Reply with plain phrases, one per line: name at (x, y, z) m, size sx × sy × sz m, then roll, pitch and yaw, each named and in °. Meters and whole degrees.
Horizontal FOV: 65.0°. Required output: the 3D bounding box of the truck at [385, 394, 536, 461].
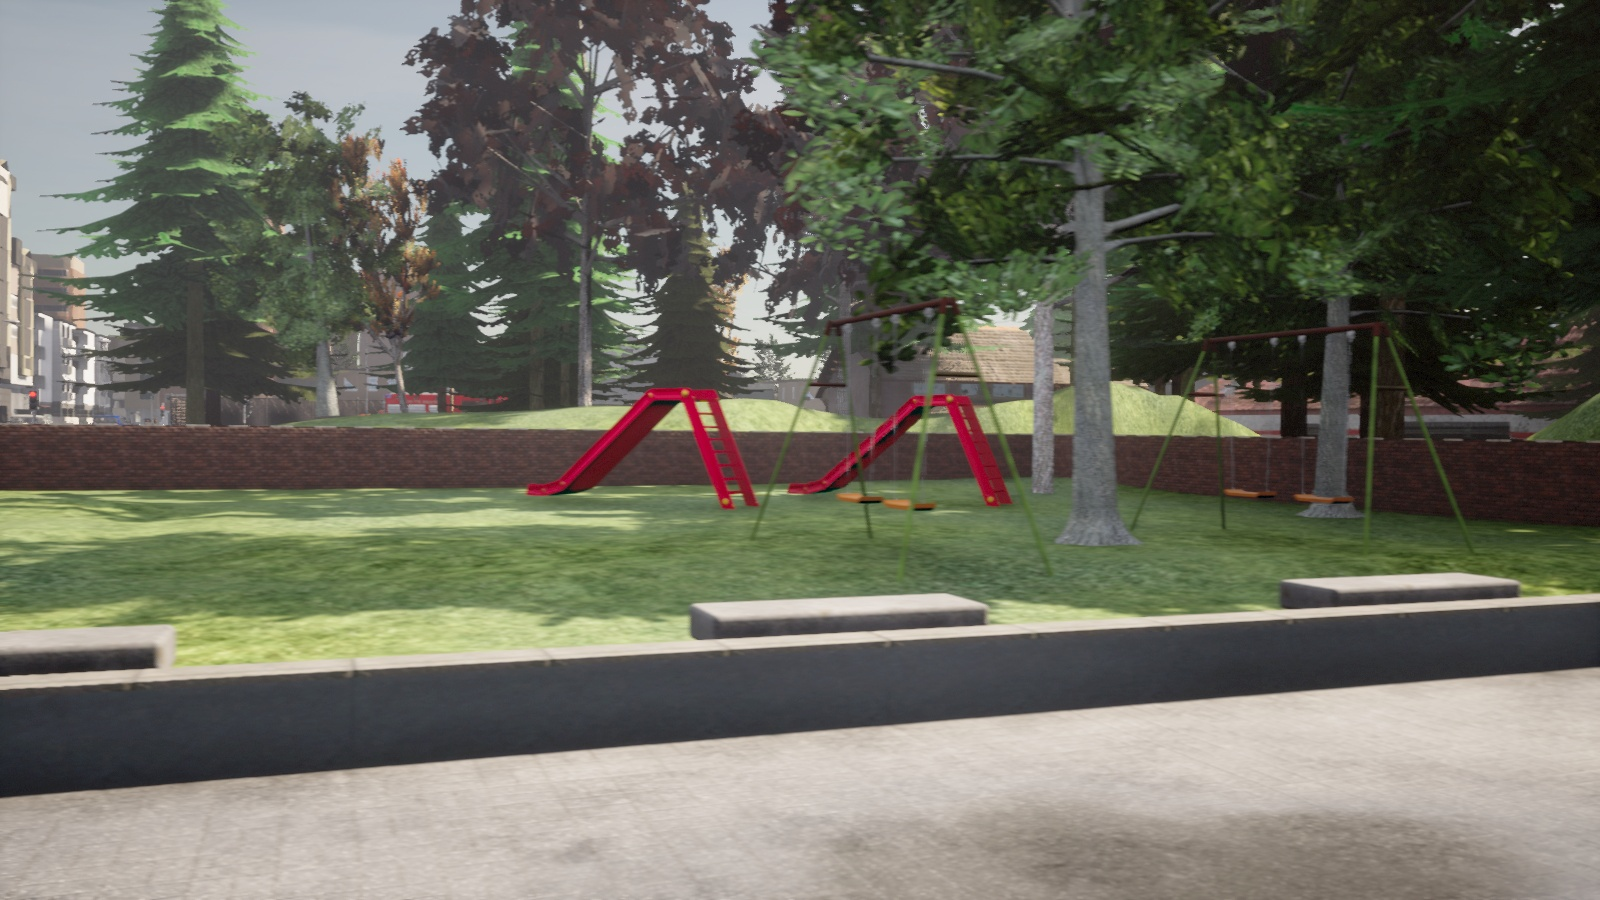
truck at (-20.372, -1.373, 75.384) m, size 8.468 × 3.827 × 2.891 m, roll -1°, pitch 1°, yaw -21°
